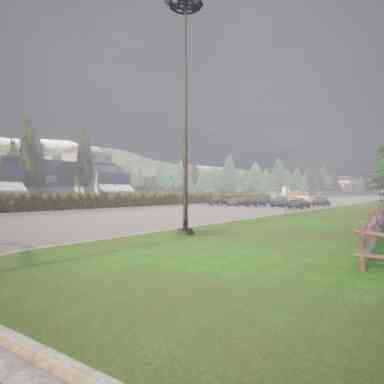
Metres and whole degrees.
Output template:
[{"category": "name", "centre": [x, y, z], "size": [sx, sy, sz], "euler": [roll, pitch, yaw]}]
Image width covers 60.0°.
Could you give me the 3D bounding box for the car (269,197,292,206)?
[{"category": "car", "centre": [15.332, 1.538, 57.545], "size": [2.033, 1.411, 5.357], "euler": [0, 0, 36]}]

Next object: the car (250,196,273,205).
[{"category": "car", "centre": [12.512, 1.536, 59.619], "size": [2.033, 1.411, 5.357], "euler": [0, 0, 36]}]

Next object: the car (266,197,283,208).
[{"category": "car", "centre": [13.007, 1.556, 48.376], "size": [1.994, 1.385, 4.181], "euler": [0, 0, 37]}]

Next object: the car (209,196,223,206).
[{"category": "car", "centre": [4.592, 1.492, 54.655], "size": [1.837, 1.490, 4.892], "euler": [0, 0, 37]}]

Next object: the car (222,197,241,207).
[{"category": "car", "centre": [7.089, 1.553, 52.145], "size": [1.994, 1.385, 4.181], "euler": [0, 0, 37]}]

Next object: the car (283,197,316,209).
[{"category": "car", "centre": [14.351, 1.485, 44.323], "size": [2.128, 1.511, 4.902], "euler": [0, 0, 37]}]

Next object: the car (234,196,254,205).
[{"category": "car", "centre": [9.693, 1.551, 61.693], "size": [1.994, 1.385, 4.181], "euler": [0, 0, 36]}]

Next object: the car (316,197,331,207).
[{"category": "car", "centre": [20.477, 1.541, 52.726], "size": [2.033, 1.411, 5.357], "euler": [0, 0, 36]}]

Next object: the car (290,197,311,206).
[{"category": "car", "centre": [18.169, 1.593, 55.496], "size": [1.895, 1.301, 4.718], "euler": [0, 0, 36]}]

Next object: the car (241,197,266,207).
[{"category": "car", "centre": [9.673, 1.495, 49.762], "size": [1.837, 1.490, 4.892], "euler": [0, 0, 37]}]
